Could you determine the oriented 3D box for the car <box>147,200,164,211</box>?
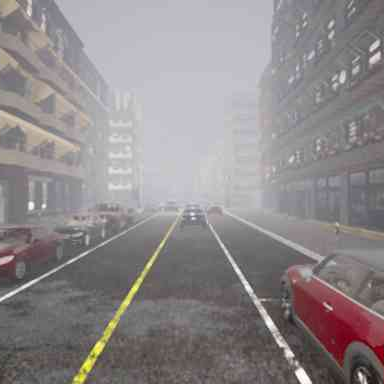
[{"bbox_3d":[-5.338,1.963,48.993,1.967,1.590,4.097,1,-1,0],"label":"car"}]

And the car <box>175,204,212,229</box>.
[{"bbox_3d":[0.087,1.806,24.085,2.033,1.411,5.357,0,-1,0],"label":"car"}]

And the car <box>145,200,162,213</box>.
[{"bbox_3d":[-5.333,2.046,43.443,1.802,1.307,4.206,1,-1,0],"label":"car"}]

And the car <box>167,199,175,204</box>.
[{"bbox_3d":[-5.350,2.448,87.033,1.752,1.417,4.829,1,-1,0],"label":"car"}]

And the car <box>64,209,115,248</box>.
[{"bbox_3d":[-5.315,1.721,15.700,2.008,1.369,4.403,1,-1,0],"label":"car"}]

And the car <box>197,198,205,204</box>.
[{"bbox_3d":[2.529,2.424,92.909,1.967,1.590,4.097,1,-1,0],"label":"car"}]

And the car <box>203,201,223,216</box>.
[{"bbox_3d":[2.554,1.988,37.920,1.802,1.307,4.206,1,-1,0],"label":"car"}]

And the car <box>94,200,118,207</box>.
[{"bbox_3d":[-17.658,2.309,68.372,4.313,1.339,1.947,0,-1,0],"label":"car"}]

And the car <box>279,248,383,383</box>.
[{"bbox_3d":[2.573,1.492,4.629,1.967,1.590,4.097,1,-1,0],"label":"car"}]

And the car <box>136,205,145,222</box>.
[{"bbox_3d":[-5.320,1.854,26.797,1.947,1.339,4.313,1,-1,0],"label":"car"}]

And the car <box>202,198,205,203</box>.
[{"bbox_3d":[2.553,1.905,43.470,1.967,1.590,4.097,1,-1,0],"label":"car"}]

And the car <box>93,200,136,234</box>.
[{"bbox_3d":[-5.314,1.544,21.251,2.192,1.841,5.009,1,-1,0],"label":"car"}]

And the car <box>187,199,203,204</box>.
[{"bbox_3d":[0.078,1.913,40.735,1.882,1.535,5.008,0,-1,0],"label":"car"}]

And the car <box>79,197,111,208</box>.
[{"bbox_3d":[-17.593,1.878,60.500,5.009,1.841,2.192,0,-1,0],"label":"car"}]

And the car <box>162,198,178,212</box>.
[{"bbox_3d":[-2.776,1.970,45.898,1.882,1.535,5.008,0,-1,0],"label":"car"}]

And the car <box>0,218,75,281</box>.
[{"bbox_3d":[-5.312,1.693,10.151,1.802,1.307,4.206,1,-1,0],"label":"car"}]
